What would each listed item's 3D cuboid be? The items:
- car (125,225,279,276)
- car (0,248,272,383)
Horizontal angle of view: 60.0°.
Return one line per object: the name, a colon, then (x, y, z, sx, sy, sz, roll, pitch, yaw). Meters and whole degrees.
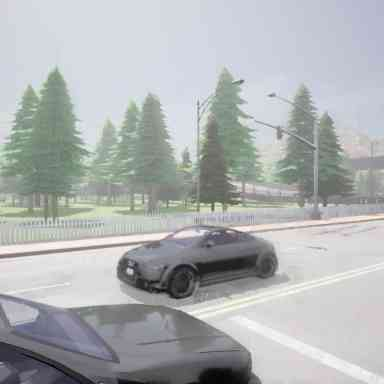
car: (0.260, 1.564, 8.472, 4.181, 1.385, 1.994, 0, 0, -35)
car: (-1.951, 1.547, 2.374, 5.357, 1.411, 2.033, 0, 0, -36)
